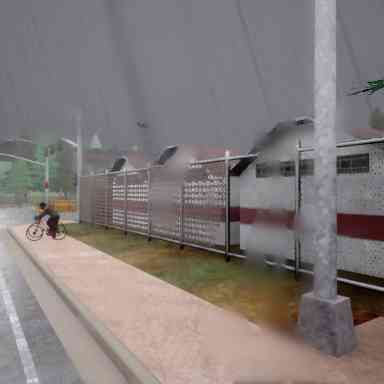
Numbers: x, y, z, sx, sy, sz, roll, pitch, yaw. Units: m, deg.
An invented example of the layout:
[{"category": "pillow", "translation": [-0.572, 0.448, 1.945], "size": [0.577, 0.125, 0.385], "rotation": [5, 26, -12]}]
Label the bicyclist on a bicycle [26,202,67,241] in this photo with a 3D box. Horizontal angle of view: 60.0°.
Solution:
[{"category": "bicyclist on a bicycle", "translation": [-6.278, 1.301, 14.363], "size": [1.656, 1.620, 0.582], "rotation": [0, 0, -14]}]

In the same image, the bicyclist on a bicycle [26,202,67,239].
[{"category": "bicyclist on a bicycle", "translation": [-6.794, 1.302, 15.583], "size": [1.656, 1.620, 0.582], "rotation": [0, 0, -39]}]

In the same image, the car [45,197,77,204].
[{"category": "car", "translation": [-19.508, 1.505, 50.096], "size": [4.892, 1.490, 1.837], "rotation": [0, 0, -35]}]
